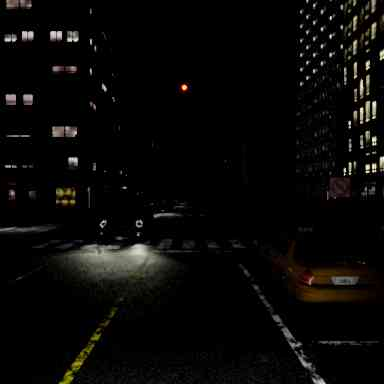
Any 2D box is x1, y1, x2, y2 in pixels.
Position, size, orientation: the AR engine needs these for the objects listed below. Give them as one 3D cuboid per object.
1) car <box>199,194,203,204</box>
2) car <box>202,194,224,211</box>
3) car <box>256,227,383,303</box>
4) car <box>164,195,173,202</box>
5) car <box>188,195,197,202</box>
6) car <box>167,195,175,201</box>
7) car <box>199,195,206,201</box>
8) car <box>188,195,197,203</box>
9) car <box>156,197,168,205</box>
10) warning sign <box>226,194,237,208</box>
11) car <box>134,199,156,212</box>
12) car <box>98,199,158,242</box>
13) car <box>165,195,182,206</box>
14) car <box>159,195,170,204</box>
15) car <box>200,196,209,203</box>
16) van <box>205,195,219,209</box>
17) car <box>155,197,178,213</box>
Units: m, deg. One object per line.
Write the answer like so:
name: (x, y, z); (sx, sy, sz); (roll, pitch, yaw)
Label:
car: (2.760, 1.362, 62.517); (2.192, 1.841, 5.009); (0, 0, 0)
car: (2.734, 1.332, 40.411); (2.192, 1.841, 5.009); (0, 0, 0)
car: (2.696, 1.526, 8.168); (1.752, 1.417, 4.829); (0, 0, 0)
car: (-5.600, 1.516, 79.107); (1.967, 1.590, 4.097); (0, 0, 0)
car: (0.095, 1.531, 79.608); (2.033, 1.411, 5.357); (0, 0, 0)
car: (-5.586, 1.624, 89.991); (1.752, 1.417, 4.829); (0, 0, 0)
car: (2.794, 1.625, 90.321); (1.752, 1.417, 4.829); (0, 0, 0)
car: (0.082, 1.536, 69.190); (1.882, 1.535, 5.008); (0, 0, 0)
car: (-5.619, 1.591, 62.526); (1.887, 1.381, 4.507); (0, 0, 0)
warning sign: (5.124, 1.135, 43.665); (1.300, 1.860, 1.060); (0, 0, 0)
car: (-5.645, 1.567, 40.421); (2.008, 1.369, 4.403); (0, 0, 0)
car: (-3.085, 1.398, 16.394); (2.097, 1.767, 4.553); (0, 0, 0)
car: (-3.025, 1.511, 54.566); (1.882, 1.535, 5.008); (0, 0, 0)
car: (-5.613, 1.496, 68.054); (1.967, 1.590, 4.097); (0, 0, 0)
car: (2.774, 1.611, 73.571); (1.887, 1.381, 4.507); (0, 0, 0)
van: (2.740, 1.364, 45.937); (1.690, 1.788, 3.998); (0, 0, 0)
car: (-3.058, 1.562, 37.191); (2.033, 1.411, 5.357); (0, 0, 0)
